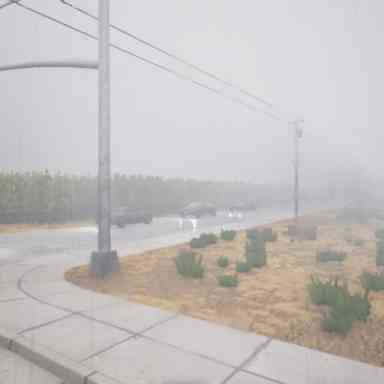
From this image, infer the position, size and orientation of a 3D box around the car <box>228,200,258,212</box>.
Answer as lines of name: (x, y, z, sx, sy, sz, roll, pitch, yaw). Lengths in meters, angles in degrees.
car: (6.318, 1.627, 40.240, 2.033, 1.411, 5.357, 0, 0, 33)

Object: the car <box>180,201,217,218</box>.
car: (0.709, 1.604, 31.447, 1.812, 1.442, 4.674, 0, 0, 32)

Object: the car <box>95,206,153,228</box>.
car: (-4.632, 1.641, 23.110, 1.994, 1.385, 4.181, 0, 0, 33)
